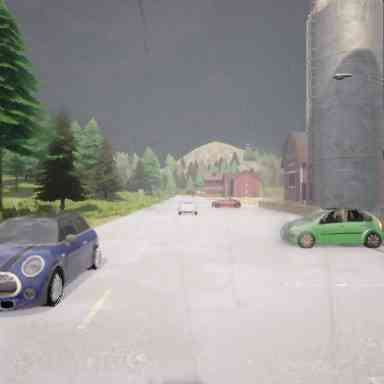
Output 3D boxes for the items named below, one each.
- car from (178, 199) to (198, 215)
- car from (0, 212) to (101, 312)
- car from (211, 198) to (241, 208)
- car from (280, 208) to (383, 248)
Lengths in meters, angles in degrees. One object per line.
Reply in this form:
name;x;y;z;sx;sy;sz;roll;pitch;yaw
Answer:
car;-0.419;1.526;34.009;1.812;1.442;4.674;0;0;-1
car;-3.723;1.351;7.949;2.097;1.767;4.553;0;0;-1
car;4.833;1.550;47.096;4.181;1.381;1.994;0;0;-1
car;5.824;1.483;14.099;3.988;1.617;1.851;0;0;-1
